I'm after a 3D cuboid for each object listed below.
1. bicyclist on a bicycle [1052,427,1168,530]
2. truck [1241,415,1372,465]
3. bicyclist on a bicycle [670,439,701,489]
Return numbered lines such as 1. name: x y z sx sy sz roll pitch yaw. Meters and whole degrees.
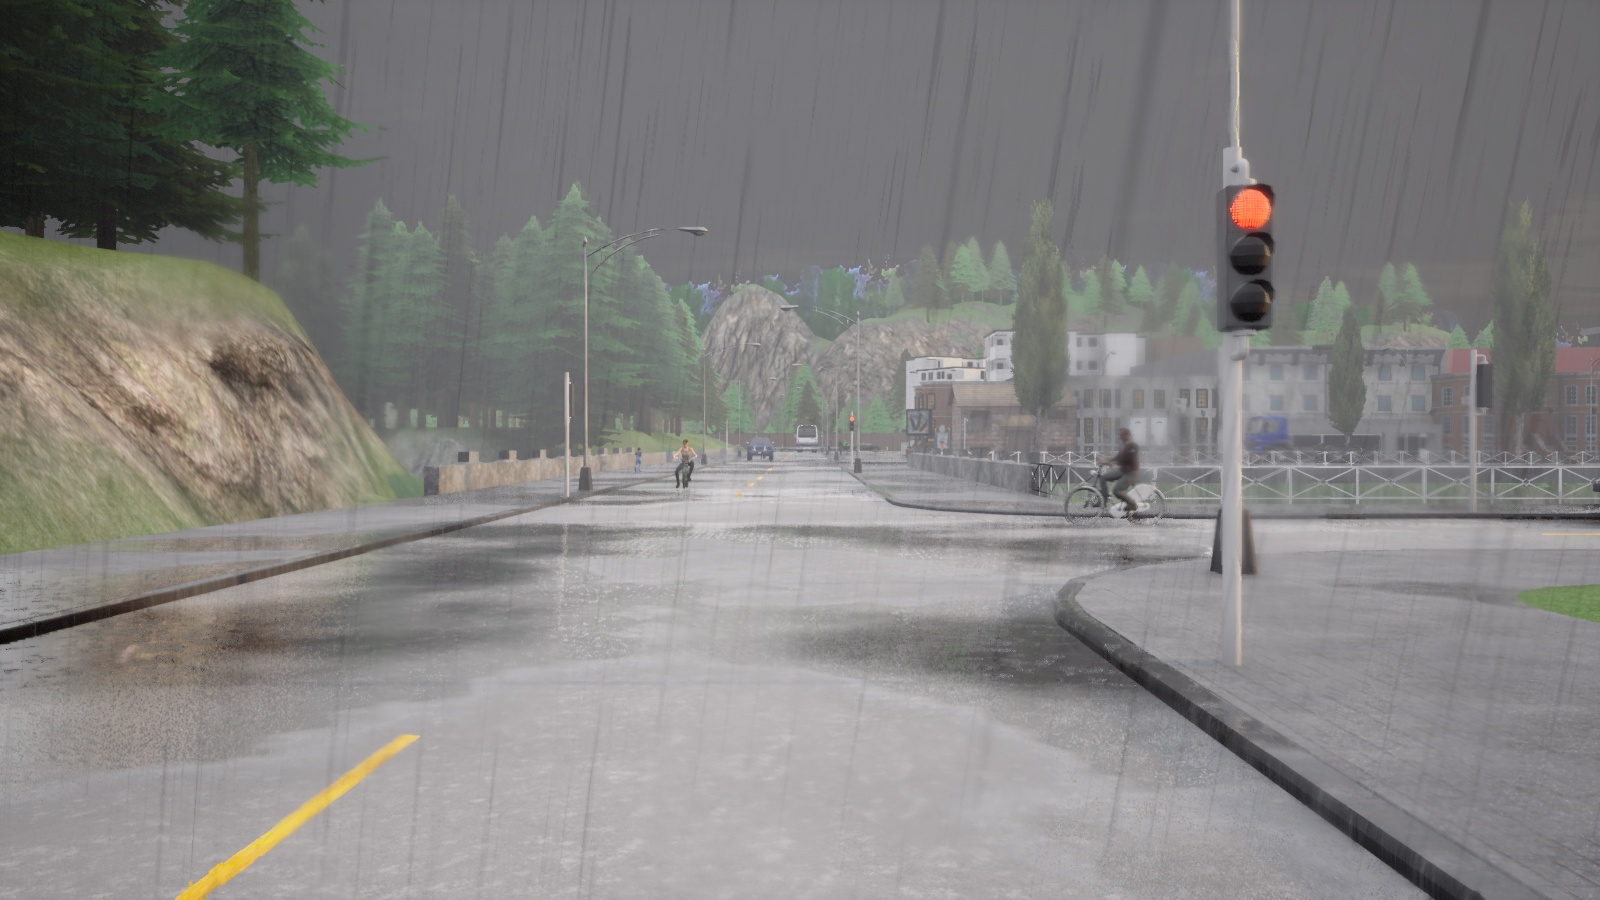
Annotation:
1. bicyclist on a bicycle: 5.457 0.496 22.148 1.843 1.776 0.659 0 1 -8
2. truck: 35.377 -0.703 87.901 7.936 3.462 2.891 0 0 0
3. bicyclist on a bicycle: -3.753 0.448 41.180 0.866 1.612 1.509 0 0 0
